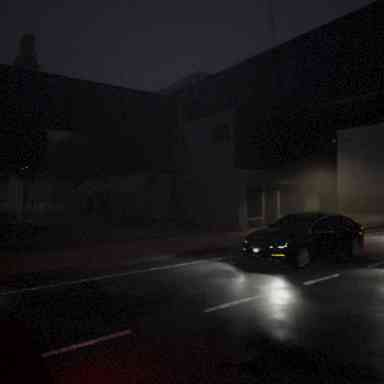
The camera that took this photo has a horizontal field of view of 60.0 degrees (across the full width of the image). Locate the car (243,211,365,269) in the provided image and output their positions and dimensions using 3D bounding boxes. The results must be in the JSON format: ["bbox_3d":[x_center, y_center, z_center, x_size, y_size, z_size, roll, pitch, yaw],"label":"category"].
[{"bbox_3d":[3.822,1.435,11.012,4.892,1.490,1.837,0,0,-35],"label":"car"}]

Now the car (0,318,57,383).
[{"bbox_3d":[-3.258,1.615,1.667,4.718,1.301,1.895,-1,0,-35],"label":"car"}]

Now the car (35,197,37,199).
[{"bbox_3d":[-36.611,1.458,82.904,4.718,1.301,1.895,0,0,-14],"label":"car"}]
